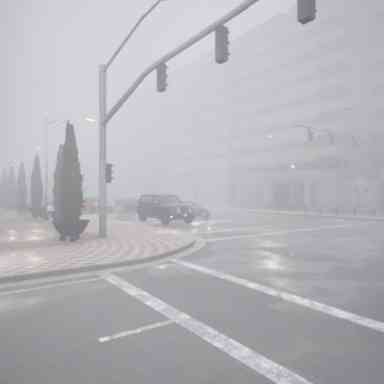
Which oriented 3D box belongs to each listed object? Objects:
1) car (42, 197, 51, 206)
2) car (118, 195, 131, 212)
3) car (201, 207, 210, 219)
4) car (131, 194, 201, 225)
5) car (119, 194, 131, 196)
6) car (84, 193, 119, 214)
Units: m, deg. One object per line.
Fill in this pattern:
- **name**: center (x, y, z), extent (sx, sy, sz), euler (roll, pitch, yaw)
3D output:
- **car**: center (-22.538, 1.503, 53.054), extent (1.994, 1.385, 4.181), euler (0, 0, -35)
- **car**: center (-5.655, 1.439, 35.091), extent (1.837, 1.490, 4.892), euler (0, 1, -35)
- **car**: center (-0.431, 1.462, 27.705), extent (1.812, 1.442, 4.674), euler (0, 0, -35)
- **car**: center (-2.028, 1.160, 23.899), extent (2.150, 2.045, 5.566), euler (0, 0, -35)
- **car**: center (-9.643, 1.412, 47.134), extent (1.882, 1.535, 5.008), euler (0, 0, -35)
- **car**: center (-9.868, 1.290, 34.989), extent (2.097, 1.767, 4.553), euler (0, 0, -35)
